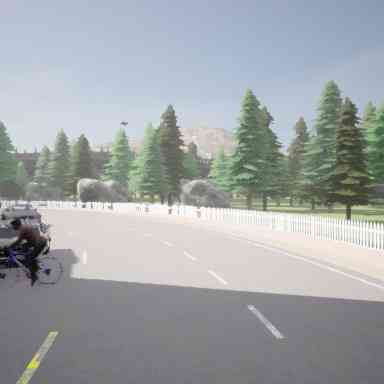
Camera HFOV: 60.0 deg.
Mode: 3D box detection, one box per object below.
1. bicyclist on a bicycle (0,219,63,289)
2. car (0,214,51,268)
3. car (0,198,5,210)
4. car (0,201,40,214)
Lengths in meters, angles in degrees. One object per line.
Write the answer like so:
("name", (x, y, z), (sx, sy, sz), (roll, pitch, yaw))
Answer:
("bicyclist on a bicycle", (-3.943, 1.455, 7.856), (1.656, 1.620, 0.582), (-2, 1, -14))
("car", (-5.633, 1.601, 10.574), (1.895, 1.301, 4.718), (0, 0, -19))
("car", (-25.981, 1.478, 41.374), (5.008, 1.535, 1.882), (0, 0, 21))
("car", (-11.520, 1.564, 22.482), (1.994, 1.385, 4.181), (0, 0, -37))
